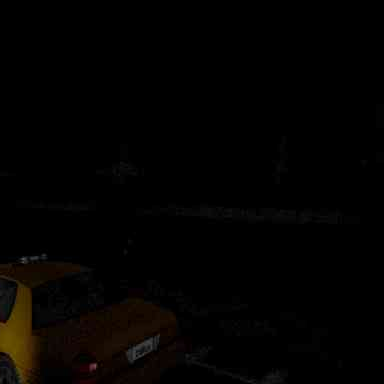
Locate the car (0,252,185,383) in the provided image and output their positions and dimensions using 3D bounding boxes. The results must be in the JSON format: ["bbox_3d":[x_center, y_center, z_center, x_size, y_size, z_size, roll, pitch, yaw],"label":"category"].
[{"bbox_3d":[-2.362,1.525,4.650,4.829,1.417,1.752,0,0,36],"label":"car"}]
